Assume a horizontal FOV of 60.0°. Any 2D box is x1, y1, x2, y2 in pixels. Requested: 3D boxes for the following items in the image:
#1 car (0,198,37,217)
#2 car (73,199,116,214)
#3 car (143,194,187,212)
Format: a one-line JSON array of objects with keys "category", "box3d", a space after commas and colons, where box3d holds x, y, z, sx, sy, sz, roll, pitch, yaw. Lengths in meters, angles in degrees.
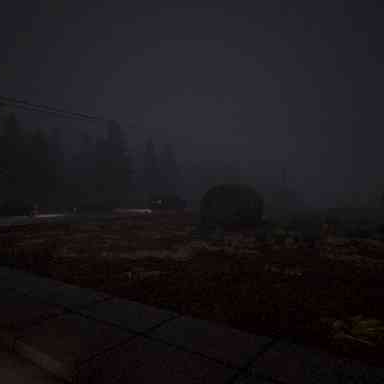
[{"category": "car", "box3d": [-16.029, 1.379, 28.924, 2.097, 1.767, 4.553, 0, 0, 37]}, {"category": "car", "box3d": [-10.581, 1.518, 36.269, 2.128, 1.511, 4.902, 0, 0, 37]}, {"category": "car", "box3d": [-2.917, 1.248, 40.399, 2.150, 2.045, 5.566, 0, 0, 37]}]
